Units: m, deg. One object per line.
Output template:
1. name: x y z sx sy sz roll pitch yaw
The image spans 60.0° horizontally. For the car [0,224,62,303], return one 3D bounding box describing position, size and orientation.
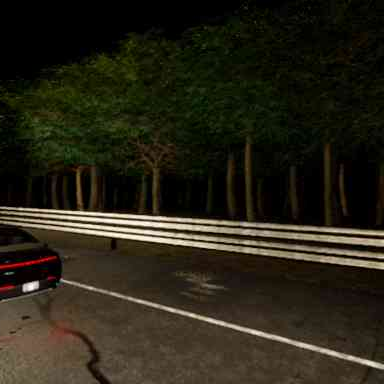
1. car: -4.921 1.472 7.505 4.892 1.490 1.837 0 0 36
